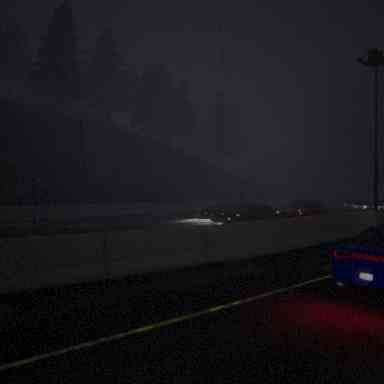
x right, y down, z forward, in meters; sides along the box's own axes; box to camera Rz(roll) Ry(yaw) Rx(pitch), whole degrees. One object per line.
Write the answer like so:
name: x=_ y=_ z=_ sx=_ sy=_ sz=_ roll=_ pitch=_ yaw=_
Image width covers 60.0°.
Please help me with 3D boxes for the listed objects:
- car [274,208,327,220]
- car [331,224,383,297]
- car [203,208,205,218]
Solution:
car: x=8.142 y=1.368 z=24.475 sx=4.553 sy=1.767 sz=2.097 roll=0 pitch=0 yaw=-43
car: x=5.299 y=1.480 z=7.946 sx=5.008 sy=1.535 sz=1.882 roll=0 pitch=0 yaw=-38
car: x=2.594 y=1.590 z=28.882 sx=4.181 sy=1.385 sz=1.994 roll=0 pitch=0 yaw=-43
